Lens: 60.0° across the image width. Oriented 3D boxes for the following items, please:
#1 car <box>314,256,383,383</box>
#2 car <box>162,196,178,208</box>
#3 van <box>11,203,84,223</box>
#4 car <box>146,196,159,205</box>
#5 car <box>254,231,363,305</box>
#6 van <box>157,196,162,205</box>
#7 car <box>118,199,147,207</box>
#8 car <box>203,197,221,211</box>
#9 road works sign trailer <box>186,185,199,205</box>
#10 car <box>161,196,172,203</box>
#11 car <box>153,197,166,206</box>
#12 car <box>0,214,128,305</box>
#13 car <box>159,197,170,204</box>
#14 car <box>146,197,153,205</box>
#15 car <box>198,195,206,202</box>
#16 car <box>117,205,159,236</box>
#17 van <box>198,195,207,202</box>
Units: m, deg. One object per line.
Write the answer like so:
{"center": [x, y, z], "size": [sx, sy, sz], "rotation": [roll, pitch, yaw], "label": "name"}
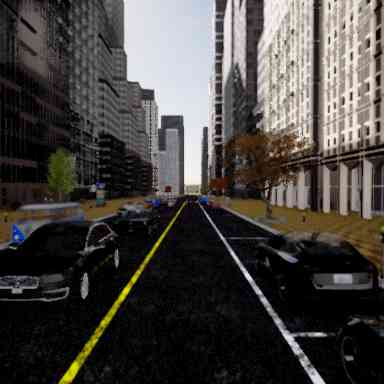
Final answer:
{"center": [2.680, 1.568, 2.353], "size": [1.947, 1.339, 4.313], "rotation": [-1, 0, 0], "label": "car"}
{"center": [-3.082, 1.584, 49.792], "size": [2.128, 1.511, 4.902], "rotation": [0, 0, 0], "label": "car"}
{"center": [-5.707, 1.361, 13.601], "size": [1.690, 1.788, 3.998], "rotation": [-1, 0, 0], "label": "van"}
{"center": [-5.710, 1.620, 41.726], "size": [1.887, 1.381, 4.507], "rotation": [-1, 0, 0], "label": "car"}
{"center": [2.678, 1.576, 7.978], "size": [1.947, 1.339, 4.313], "rotation": [-1, 0, 0], "label": "car"}
{"center": [-5.715, 1.430, 47.351], "size": [1.690, 1.788, 3.998], "rotation": [-1, 0, 0], "label": "van"}
{"center": [-5.708, 1.601, 30.476], "size": [2.008, 1.369, 4.403], "rotation": [-1, 0, 0], "label": "car"}
{"center": [2.670, 1.655, 41.729], "size": [1.802, 1.307, 4.206], "rotation": [-1, 0, 0], "label": "car"}
{"center": [0.051, 0.568, 62.678], "size": [2.380, 3.560, 2.880], "rotation": [1, -1, 1], "label": "road works sign trailer"}
{"center": [-5.718, 1.715, 75.476], "size": [2.008, 1.369, 4.403], "rotation": [-1, 0, 0], "label": "car"}
{"center": [-5.714, 1.661, 58.601], "size": [1.887, 1.381, 4.507], "rotation": [-1, 0, 0], "label": "car"}
{"center": [-3.092, 1.517, 8.323], "size": [1.837, 1.490, 4.892], "rotation": [0, 0, 0], "label": "car"}
{"center": [-5.717, 1.699, 69.852], "size": [2.008, 1.369, 4.403], "rotation": [-1, 0, 0], "label": "car"}
{"center": [-5.709, 1.587, 35.932], "size": [1.752, 1.417, 4.829], "rotation": [-1, 0, 0], "label": "car"}
{"center": [2.657, 1.638, 86.729], "size": [1.967, 1.590, 4.097], "rotation": [-1, 0, 0], "label": "car"}
{"center": [-3.052, 1.629, 18.865], "size": [1.895, 1.301, 4.718], "rotation": [0, 0, 0], "label": "car"}
{"center": [2.658, 1.503, 75.480], "size": [1.690, 1.788, 3.998], "rotation": [-1, 0, 0], "label": "van"}
